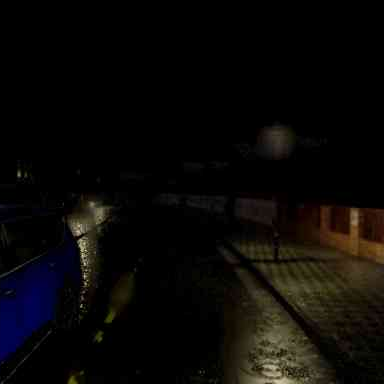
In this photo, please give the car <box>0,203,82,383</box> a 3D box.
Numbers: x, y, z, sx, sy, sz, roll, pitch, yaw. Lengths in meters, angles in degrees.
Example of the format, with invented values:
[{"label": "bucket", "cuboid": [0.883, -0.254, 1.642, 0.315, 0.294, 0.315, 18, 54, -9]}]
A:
[{"label": "car", "cuboid": [-2.883, 1.204, 3.470, 2.150, 2.045, 5.566, 0, 0, -1]}]
